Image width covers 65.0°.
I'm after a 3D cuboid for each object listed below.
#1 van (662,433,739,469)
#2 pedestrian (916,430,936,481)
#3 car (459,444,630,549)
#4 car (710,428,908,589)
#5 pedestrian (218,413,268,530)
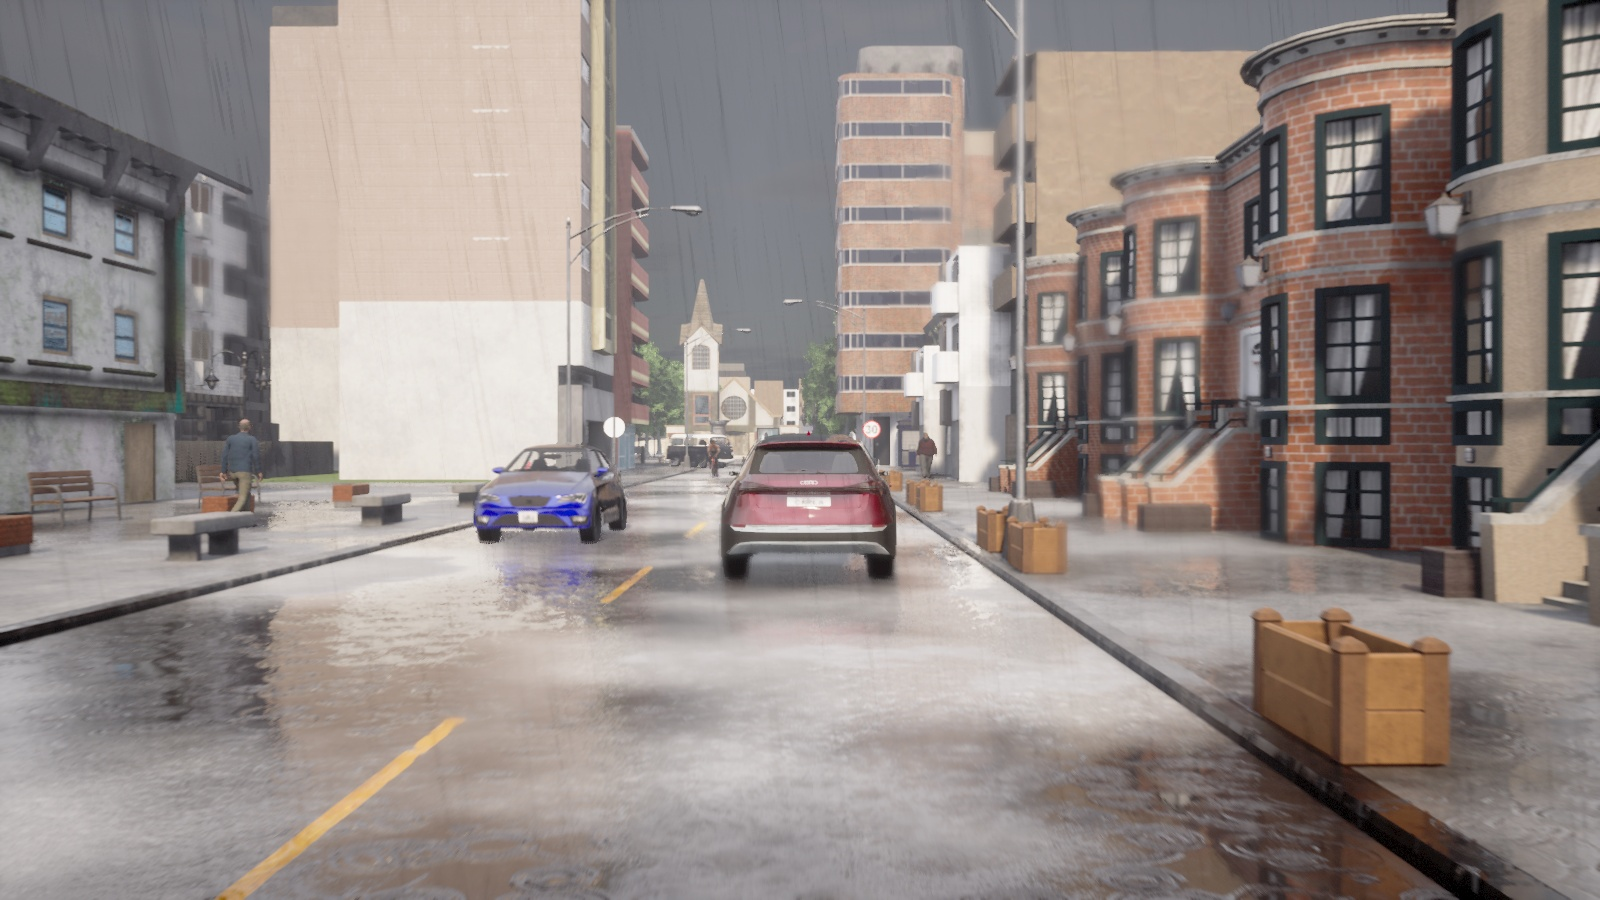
[{"bbox_3d":[-5.853,0.050,73.772,4.480,2.038,2.069,0,0,44],"label":"van"},{"bbox_3d":[4.595,0.200,45.733,0.634,1.844,0.899,0,0,10],"label":"pedestrian"},{"bbox_3d":[-3.871,0.645,19.756,1.816,1.474,4.193,0,0,0],"label":"car"},{"bbox_3d":[0.104,0.590,15.305,2.033,1.649,4.856,0,0,0],"label":"car"},{"bbox_3d":[-8.930,0.335,20.145,0.402,1.842,0.726,0,0,10],"label":"pedestrian"}]
